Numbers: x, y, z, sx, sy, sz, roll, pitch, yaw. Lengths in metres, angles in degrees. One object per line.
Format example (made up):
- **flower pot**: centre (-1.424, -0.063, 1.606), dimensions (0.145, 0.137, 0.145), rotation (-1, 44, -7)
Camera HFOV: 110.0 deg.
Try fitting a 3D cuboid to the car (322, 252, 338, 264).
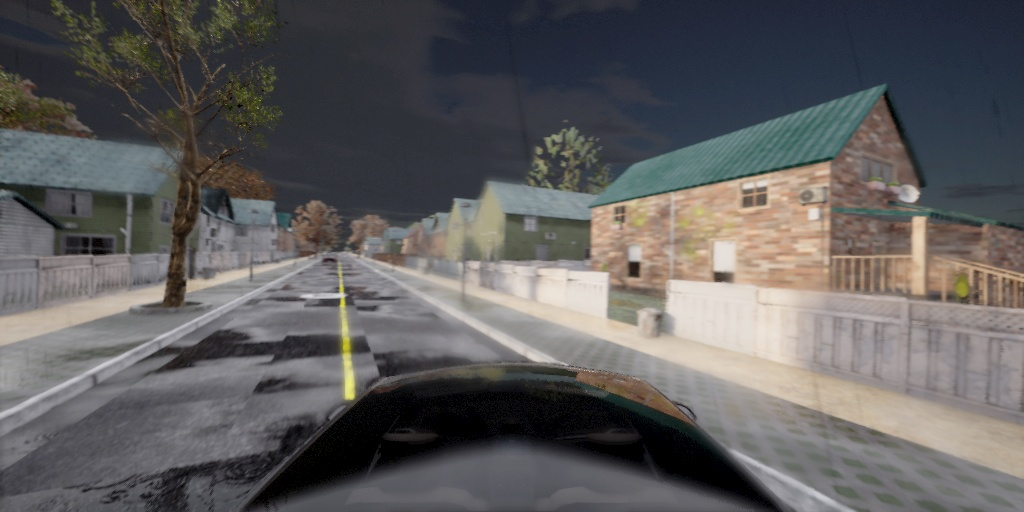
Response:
- **car**: centre (-27.734, 0.207, 54.733), dimensions (2.097, 1.767, 4.553), rotation (2, 0, -26)
